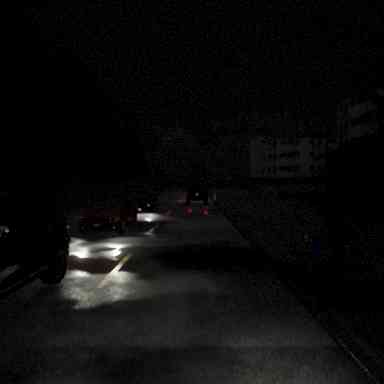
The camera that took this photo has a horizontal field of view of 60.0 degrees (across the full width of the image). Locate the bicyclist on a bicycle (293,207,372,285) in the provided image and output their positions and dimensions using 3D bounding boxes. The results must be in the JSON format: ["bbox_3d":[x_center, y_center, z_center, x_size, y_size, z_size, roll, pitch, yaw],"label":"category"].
[{"bbox_3d":[2.927,1.149,6.946,1.656,1.620,0.582,0,1,1],"label":"bicyclist on a bicycle"}]

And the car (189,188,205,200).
[{"bbox_3d":[0.669,0.229,46.874,2.033,1.411,5.357,0,2,0],"label":"car"}]

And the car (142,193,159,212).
[{"bbox_3d":[-3.757,0.791,26.801,2.033,1.411,5.357,0,2,1],"label":"car"}]

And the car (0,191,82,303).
[{"bbox_3d":[-4.042,1.050,5.931,2.150,2.045,5.566,0,2,0],"label":"car"}]

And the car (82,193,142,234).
[{"bbox_3d":[-3.907,1.018,16.213,1.882,1.535,5.008,0,2,1],"label":"car"}]

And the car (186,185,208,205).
[{"bbox_3d":[0.515,0.245,34.637,2.150,2.045,5.566,0,1,1],"label":"car"}]
